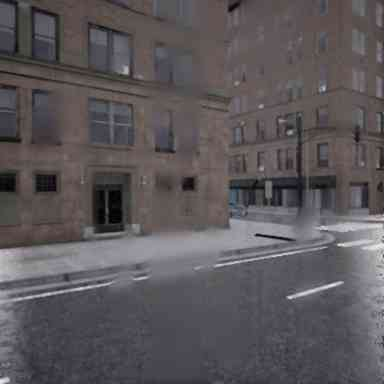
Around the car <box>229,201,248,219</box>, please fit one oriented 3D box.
[{"bbox_3d":[2.701,1.428,28.275,1.812,1.442,4.674,-1,1,-35],"label":"car"}]
